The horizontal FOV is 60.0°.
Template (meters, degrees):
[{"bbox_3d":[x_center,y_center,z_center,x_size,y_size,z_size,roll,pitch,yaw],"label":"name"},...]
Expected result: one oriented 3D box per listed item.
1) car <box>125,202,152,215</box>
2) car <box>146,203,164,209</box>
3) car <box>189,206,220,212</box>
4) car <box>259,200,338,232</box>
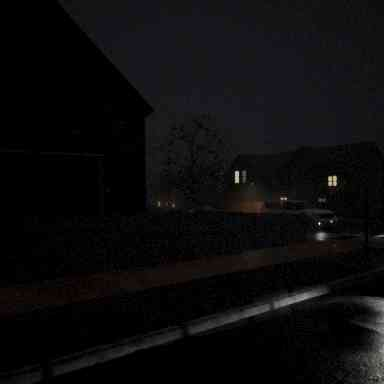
[{"bbox_3d":[-7.884,2.342,48.784,2.097,1.767,4.553,-1,-1,-35],"label":"car"},{"bbox_3d":[-4.625,2.310,39.309,1.837,1.490,4.892,-1,-1,-36],"label":"car"},{"bbox_3d":[1.387,2.086,30.937,1.812,1.442,4.674,-1,-1,-36],"label":"car"},{"bbox_3d":[7.093,1.551,23.016,2.150,2.045,5.566,-1,-1,-36],"label":"car"}]
